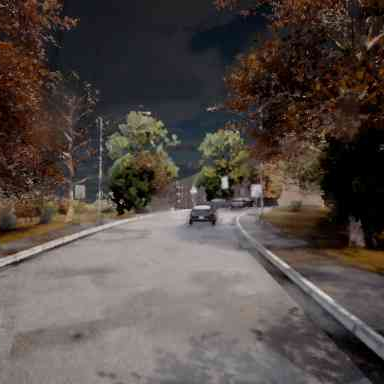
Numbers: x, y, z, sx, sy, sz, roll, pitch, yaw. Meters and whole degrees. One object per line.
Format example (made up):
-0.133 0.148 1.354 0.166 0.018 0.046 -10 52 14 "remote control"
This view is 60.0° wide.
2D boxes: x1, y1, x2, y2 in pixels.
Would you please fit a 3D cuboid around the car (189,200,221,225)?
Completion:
0.904 1.539 24.428 1.812 1.442 4.674 -1 0 7 "car"

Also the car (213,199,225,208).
3.402 1.585 43.407 2.033 1.411 5.357 -2 -1 28 "car"

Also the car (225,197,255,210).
6.354 1.407 41.375 2.128 1.511 4.902 -2 -1 28 "car"
